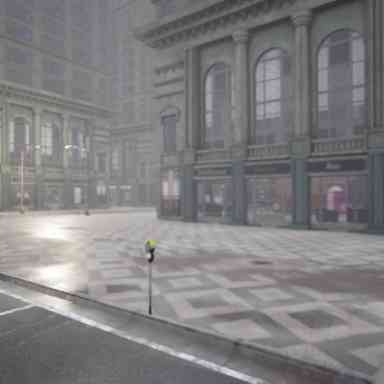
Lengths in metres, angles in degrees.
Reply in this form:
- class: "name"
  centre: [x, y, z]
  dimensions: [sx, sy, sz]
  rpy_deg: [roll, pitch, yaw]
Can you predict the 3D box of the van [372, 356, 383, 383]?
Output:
- class: "van"
  centre: [2.745, 1.339, 1.023]
  dimensions: [3.998, 1.788, 1.690]
  rpy_deg: [0, 0, 36]
